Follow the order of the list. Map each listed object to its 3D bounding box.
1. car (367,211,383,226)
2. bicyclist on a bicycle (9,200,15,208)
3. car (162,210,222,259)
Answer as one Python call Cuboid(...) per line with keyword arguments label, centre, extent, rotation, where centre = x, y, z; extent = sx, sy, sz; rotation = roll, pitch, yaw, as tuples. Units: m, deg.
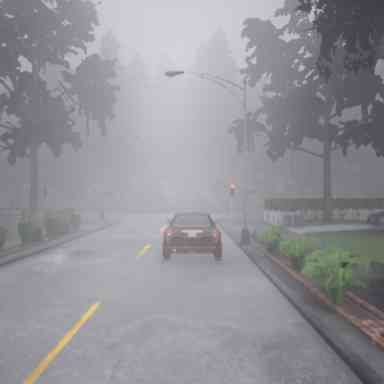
Cuboid(label="car", centre=(13.087, 1.528, 20.409), extent=(4.181, 1.381, 1.994), rotation=(0, -1, 0))
Cuboid(label="bicyclist on a bicycle", centre=(-24.049, 1.843, 44.515), extent=(0.582, 1.620, 1.656), rotation=(0, 0, 0))
Cuboid(label="car", centre=(0.023, 1.501, 13.396), extent=(2.097, 1.767, 4.553), rotation=(0, -1, 1))
